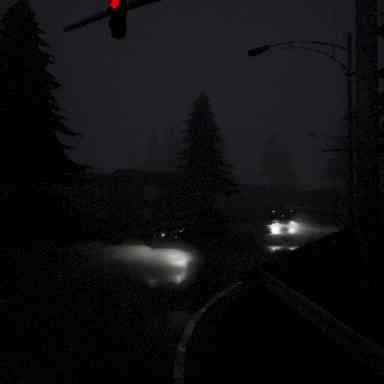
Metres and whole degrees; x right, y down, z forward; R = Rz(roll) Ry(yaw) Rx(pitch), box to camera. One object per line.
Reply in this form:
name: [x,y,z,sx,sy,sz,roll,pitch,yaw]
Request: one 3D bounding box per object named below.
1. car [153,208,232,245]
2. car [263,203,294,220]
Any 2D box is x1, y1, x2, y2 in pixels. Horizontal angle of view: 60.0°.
car: [0.173,1.573,16.089,1.837,1.490,4.892,-1,0,36]
car: [7.526,1.676,29.382,1.895,1.301,4.718,0,0,3]
